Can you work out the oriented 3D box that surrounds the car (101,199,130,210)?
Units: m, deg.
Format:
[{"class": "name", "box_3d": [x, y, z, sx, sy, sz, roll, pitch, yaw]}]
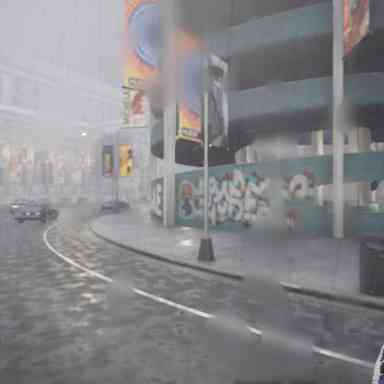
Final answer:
[{"class": "car", "box_3d": [-9.518, 1.563, 41.826, 1.994, 1.385, 4.181, 0, 0, 20]}]

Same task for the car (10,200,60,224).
[{"class": "car", "box_3d": [-11.471, 1.542, 24.968, 2.033, 1.411, 5.357, 0, 0, -9]}]

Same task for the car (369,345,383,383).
[{"class": "car", "box_3d": [3.422, 1.357, 1.683, 4.553, 1.767, 2.097, 0, 0, 36]}]
